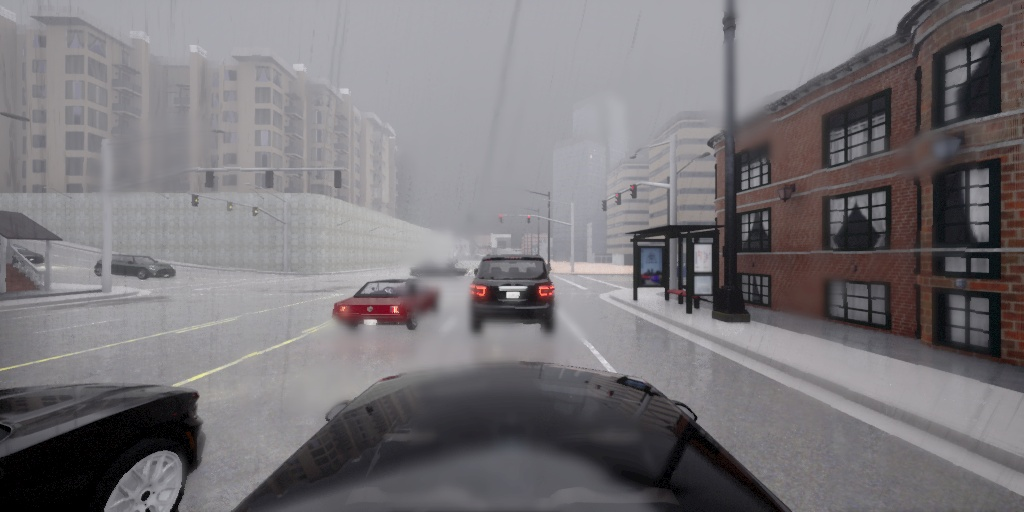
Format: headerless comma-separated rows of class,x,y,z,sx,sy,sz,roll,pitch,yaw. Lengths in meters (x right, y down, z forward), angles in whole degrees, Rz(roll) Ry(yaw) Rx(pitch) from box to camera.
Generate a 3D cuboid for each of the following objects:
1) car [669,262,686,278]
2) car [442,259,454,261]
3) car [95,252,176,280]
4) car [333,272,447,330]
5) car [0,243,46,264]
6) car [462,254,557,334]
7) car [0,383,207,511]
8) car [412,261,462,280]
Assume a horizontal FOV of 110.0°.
car,14.310,1.228,30.983,5.008,1.535,1.882,-1,0,-1
car,-10.893,1.276,56.939,1.812,1.442,4.674,0,0,-1
car,-28.081,0.719,26.904,4.553,1.767,2.097,5,0,0
car,-3.474,1.351,11.066,1.895,1.301,4.718,0,0,0
car,-37.864,-0.224,26.811,4.181,1.385,1.994,9,0,-1
car,0.024,0.971,10.750,2.150,2.045,5.566,0,0,0
car,-3.405,1.228,0.840,1.882,1.535,5.008,0,0,0
car,-6.216,1.351,30.798,4.718,1.301,1.895,0,0,-1
